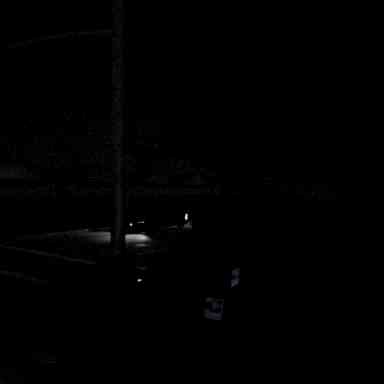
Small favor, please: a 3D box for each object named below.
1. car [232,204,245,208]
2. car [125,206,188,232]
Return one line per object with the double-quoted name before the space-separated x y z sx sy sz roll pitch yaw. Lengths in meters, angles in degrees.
"car" 3.706 1.797 29.988 1.895 1.301 4.718 0 0 36
"car" -2.209 1.701 21.809 1.837 1.490 4.892 0 0 36
